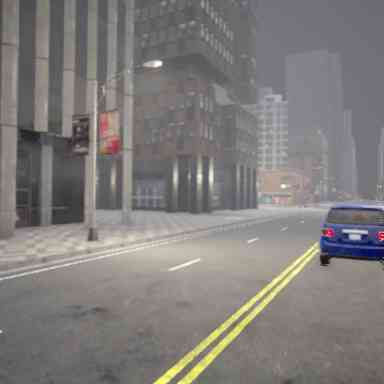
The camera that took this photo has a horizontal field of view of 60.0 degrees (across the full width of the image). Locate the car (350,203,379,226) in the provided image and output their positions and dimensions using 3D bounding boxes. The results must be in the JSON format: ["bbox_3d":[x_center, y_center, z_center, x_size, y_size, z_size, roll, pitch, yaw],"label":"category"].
[{"bbox_3d":[15.372,1.892,29.655,2.097,1.767,4.553,0,-1,28],"label":"car"}]

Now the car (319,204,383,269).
[{"bbox_3d":[5.989,1.439,12.024,2.150,2.045,5.566,0,-1,28],"label":"car"}]
